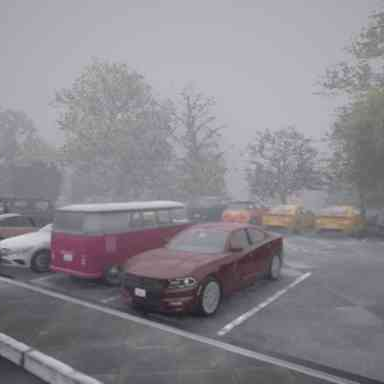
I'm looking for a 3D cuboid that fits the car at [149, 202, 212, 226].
[{"bbox_3d":[-0.735,1.542,24.846,2.231,1.521,4.892,0,0,36],"label":"car"}]

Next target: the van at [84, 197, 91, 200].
[{"bbox_3d":[-7.523,1.376,29.845,1.878,1.987,4.442,-1,0,36],"label":"van"}]

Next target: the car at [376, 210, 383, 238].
[{"bbox_3d":[10.539,1.482,16.798,2.231,1.521,4.892,0,0,36],"label":"car"}]

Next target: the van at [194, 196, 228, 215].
[{"bbox_3d":[1.591,1.303,23.337,1.878,1.987,4.442,0,0,36],"label":"van"}]

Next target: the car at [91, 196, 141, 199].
[{"bbox_3d":[-5.222,1.321,28.091,2.435,2.045,5.566,-1,0,36],"label":"car"}]

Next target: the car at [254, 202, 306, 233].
[{"bbox_3d":[5.928,1.505,20.091,2.097,1.535,5.008,0,0,36],"label":"car"}]

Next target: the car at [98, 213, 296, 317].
[{"bbox_3d":[0.539,1.494,7.880,2.097,1.535,5.008,0,0,36],"label":"car"}]

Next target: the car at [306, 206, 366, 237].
[{"bbox_3d":[8.285,1.492,18.408,2.097,1.535,5.008,0,0,36],"label":"car"}]

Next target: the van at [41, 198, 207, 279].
[{"bbox_3d":[-1.657,1.281,9.584,1.878,1.987,4.442,0,0,36],"label":"van"}]

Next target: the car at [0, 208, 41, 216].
[{"bbox_3d":[-6.225,1.560,12.738,2.163,1.488,4.792,0,0,36],"label":"car"}]

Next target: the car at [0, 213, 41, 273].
[{"bbox_3d":[-3.982,1.559,11.104,2.002,1.452,4.674,0,0,36],"label":"car"}]

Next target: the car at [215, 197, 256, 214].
[{"bbox_3d":[3.759,1.391,21.607,2.185,1.767,4.553,0,0,36],"label":"car"}]

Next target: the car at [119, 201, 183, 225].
[{"bbox_3d":[-3.091,1.551,26.309,1.946,1.575,5.366,0,0,36],"label":"car"}]

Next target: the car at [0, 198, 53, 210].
[{"bbox_3d":[-8.519,1.291,14.305,2.435,2.045,5.566,0,0,36],"label":"car"}]
